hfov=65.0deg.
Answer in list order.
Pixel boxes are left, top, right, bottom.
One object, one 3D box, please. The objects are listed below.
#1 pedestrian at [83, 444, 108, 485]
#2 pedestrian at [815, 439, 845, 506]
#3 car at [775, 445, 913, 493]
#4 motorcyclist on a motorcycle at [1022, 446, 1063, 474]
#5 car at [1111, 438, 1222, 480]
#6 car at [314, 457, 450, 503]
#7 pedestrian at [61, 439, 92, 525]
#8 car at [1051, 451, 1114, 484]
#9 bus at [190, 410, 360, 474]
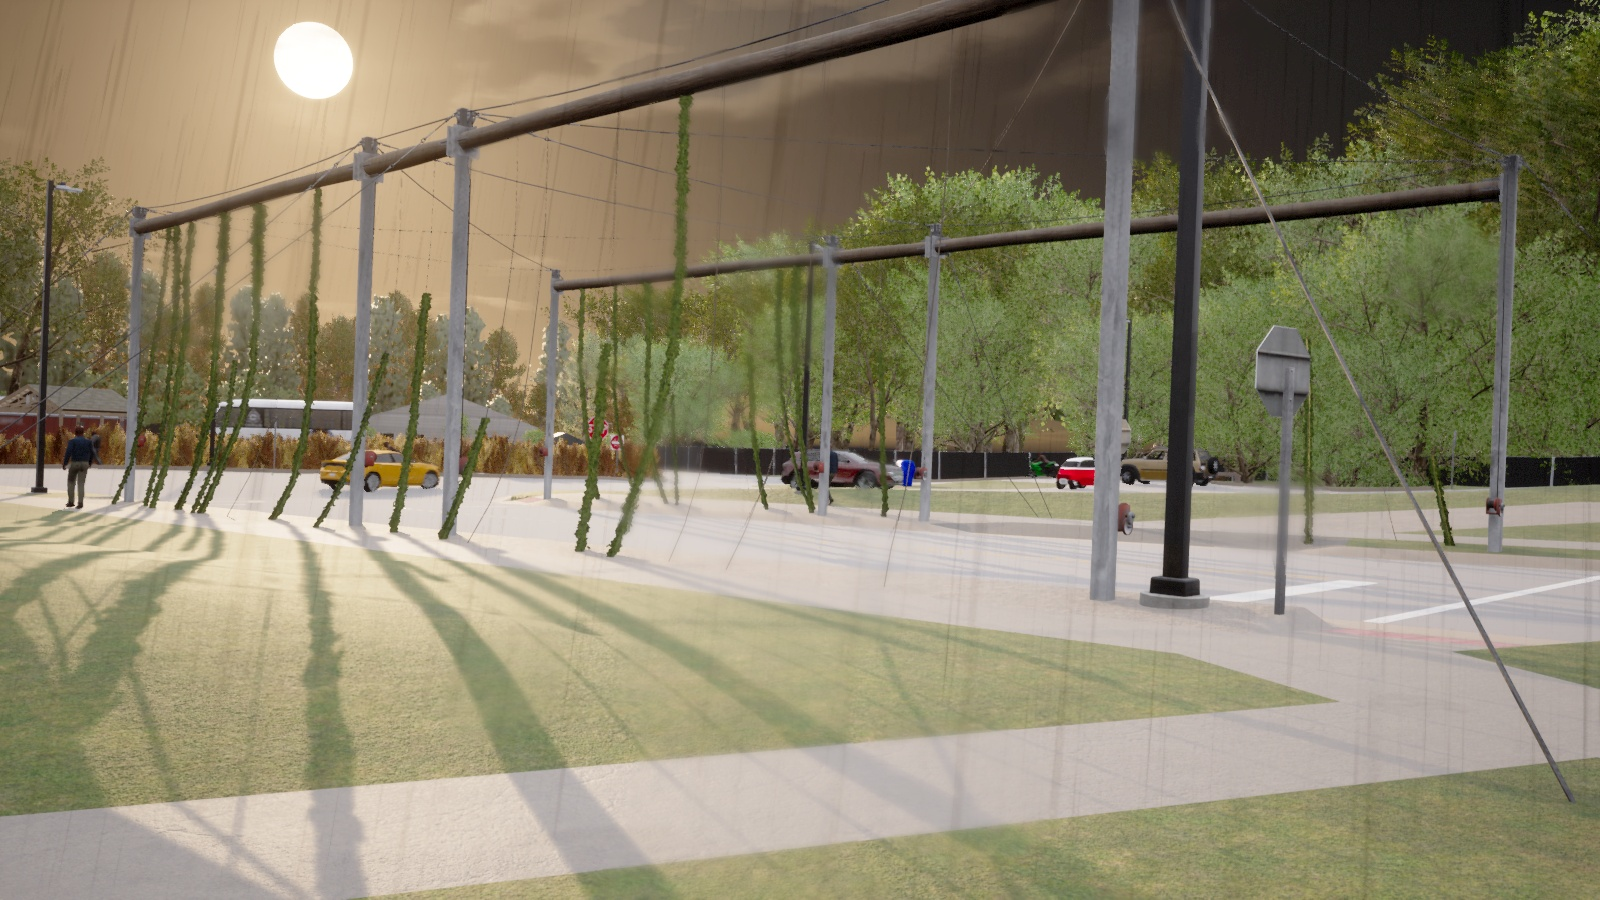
[{"bbox_3d":[-32.853,0.664,58.549,0.849,1.883,0.563,1,0,-13],"label":"pedestrian"},{"bbox_3d":[0.831,0.623,34.973,0.726,1.842,0.402,1,0,43],"label":"pedestrian"},{"bbox_3d":[1.676,0.740,48.274,4.856,1.649,2.033,-2,0,29],"label":"car"},{"bbox_3d":[13.635,0.563,70.640,2.044,1.523,0.797,-3,0,44],"label":"motorcyclist on a motorcycle"},{"bbox_3d":[17.080,0.385,58.671,4.605,1.855,1.932,0,1,42],"label":"car"},{"bbox_3d":[-15.724,1.082,47.529,1.882,1.535,5.008,1,1,26],"label":"car"},{"bbox_3d":[-15.692,0.684,27.250,0.726,1.835,0.370,1,0,44],"label":"pedestrian"},{"bbox_3d":[12.076,0.733,53.688,2.207,1.376,1.481,-1,0,-34],"label":"car"},{"bbox_3d":[-35.955,-0.553,86.483,10.273,4.253,3.944,0,1,-14],"label":"bus"}]
